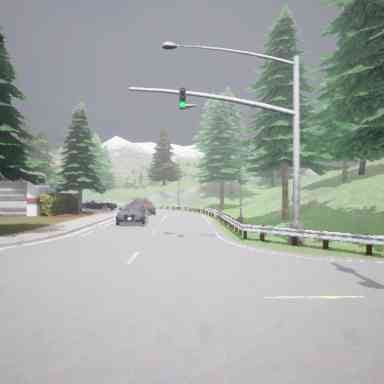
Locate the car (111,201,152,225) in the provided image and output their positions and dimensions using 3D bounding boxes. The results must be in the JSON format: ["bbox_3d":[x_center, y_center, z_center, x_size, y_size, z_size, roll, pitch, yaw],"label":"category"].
[{"bbox_3d":[-4.188,1.562,23.746,1.994,1.385,4.181,0,0,-3],"label":"car"}]

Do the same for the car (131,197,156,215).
[{"bbox_3d":[-5.098,1.349,33.529,2.097,1.767,4.553,0,0,-20],"label":"car"}]

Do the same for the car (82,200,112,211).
[{"bbox_3d":[-11.733,1.604,41.216,4.718,1.301,1.895,0,0,14],"label":"car"}]
